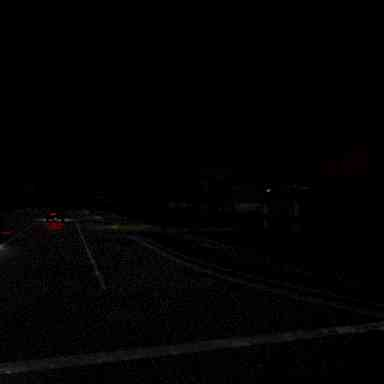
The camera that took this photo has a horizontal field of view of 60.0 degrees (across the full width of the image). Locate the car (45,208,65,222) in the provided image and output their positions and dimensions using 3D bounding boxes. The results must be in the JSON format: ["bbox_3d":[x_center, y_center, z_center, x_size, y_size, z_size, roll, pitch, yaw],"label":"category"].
[{"bbox_3d":[-15.414,2.611,37.464,1.837,1.490,4.892,3,-3,-23],"label":"car"}]

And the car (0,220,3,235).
[{"bbox_3d":[-12.476,2.000,19.522,2.033,1.411,5.357,3,-3,-20],"label":"car"}]
